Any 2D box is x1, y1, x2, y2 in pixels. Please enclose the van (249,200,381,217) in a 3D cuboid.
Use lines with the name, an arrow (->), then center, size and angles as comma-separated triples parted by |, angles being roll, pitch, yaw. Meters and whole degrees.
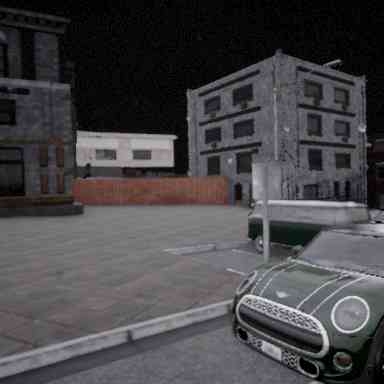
van -> 3.867, 1.286, 11.857 | 1.878, 1.987, 4.442 | 1, -1, -35

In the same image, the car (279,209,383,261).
car -> 6.194, 1.570, 13.364 | 2.097, 1.535, 5.008 | 1, -1, -35

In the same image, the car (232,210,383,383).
car -> 2.801, 1.340, 5.354 | 4.553, 1.767, 2.097 | 0, 0, -35
